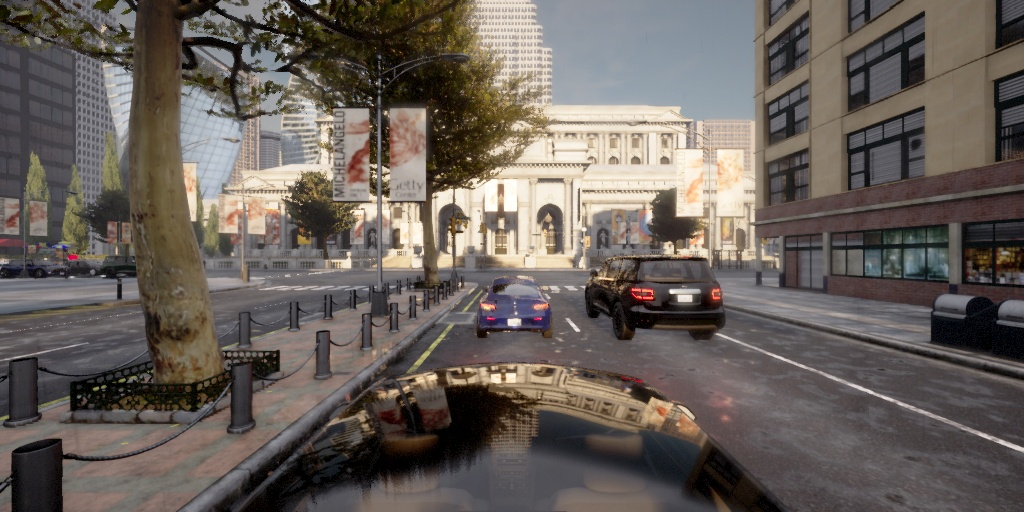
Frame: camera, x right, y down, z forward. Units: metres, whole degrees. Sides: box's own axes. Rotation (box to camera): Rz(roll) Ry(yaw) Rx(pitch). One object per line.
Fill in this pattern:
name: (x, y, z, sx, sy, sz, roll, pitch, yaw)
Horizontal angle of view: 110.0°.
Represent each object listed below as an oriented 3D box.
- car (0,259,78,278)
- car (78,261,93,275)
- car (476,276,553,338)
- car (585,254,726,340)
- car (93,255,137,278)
car: (-45.075, 1.102, 34.076, 4.553, 1.767, 2.097, 0, 0, -2)
car: (-44.446, 1.255, 37.599, 4.892, 1.490, 1.837, 0, 0, -1)
car: (0.074, 1.276, 10.089, 1.812, 1.442, 4.674, 0, 0, 0)
car: (3.580, 0.971, 10.099, 2.150, 2.045, 5.566, 0, 0, 0)
car: (-35.664, 0.971, 34.155, 5.566, 2.045, 2.150, 0, 0, 0)
